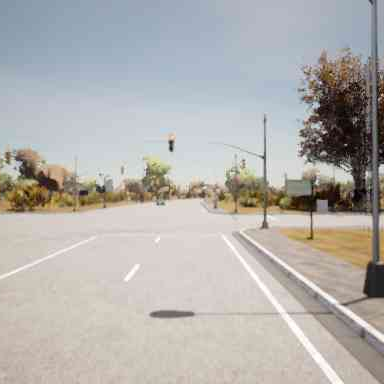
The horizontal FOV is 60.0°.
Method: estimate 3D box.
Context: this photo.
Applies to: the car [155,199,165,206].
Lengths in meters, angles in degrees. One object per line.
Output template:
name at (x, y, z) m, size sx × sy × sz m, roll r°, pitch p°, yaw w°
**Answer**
car at (-7.030, 2.364, 74.029) m, size 2.128 × 1.511 × 4.902 m, roll 0°, pitch -1°, yaw 0°
